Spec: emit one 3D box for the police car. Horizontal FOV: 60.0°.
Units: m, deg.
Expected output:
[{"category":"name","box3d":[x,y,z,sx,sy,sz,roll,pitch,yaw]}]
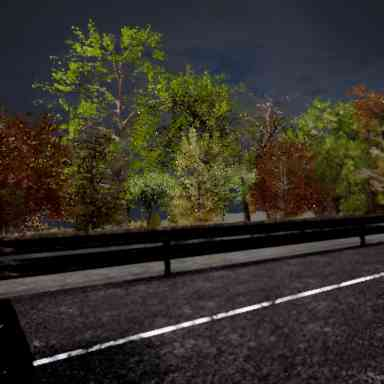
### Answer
[{"category":"police car","box3d":[-4.023,1.440,2.307,5.238,1.638,1.930,0,-1,-34]}]
